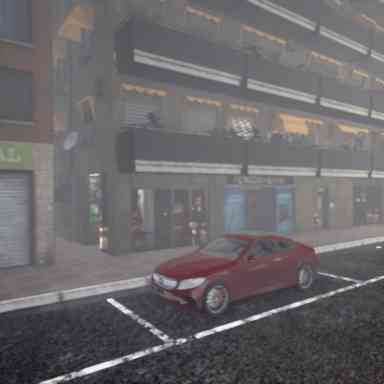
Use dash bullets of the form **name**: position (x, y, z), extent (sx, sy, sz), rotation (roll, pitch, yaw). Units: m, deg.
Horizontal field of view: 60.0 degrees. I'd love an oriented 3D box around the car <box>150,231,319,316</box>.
- **car**: position (1.117, 1.560, 7.365), extent (4.206, 1.307, 1.802), rotation (0, 0, -35)
